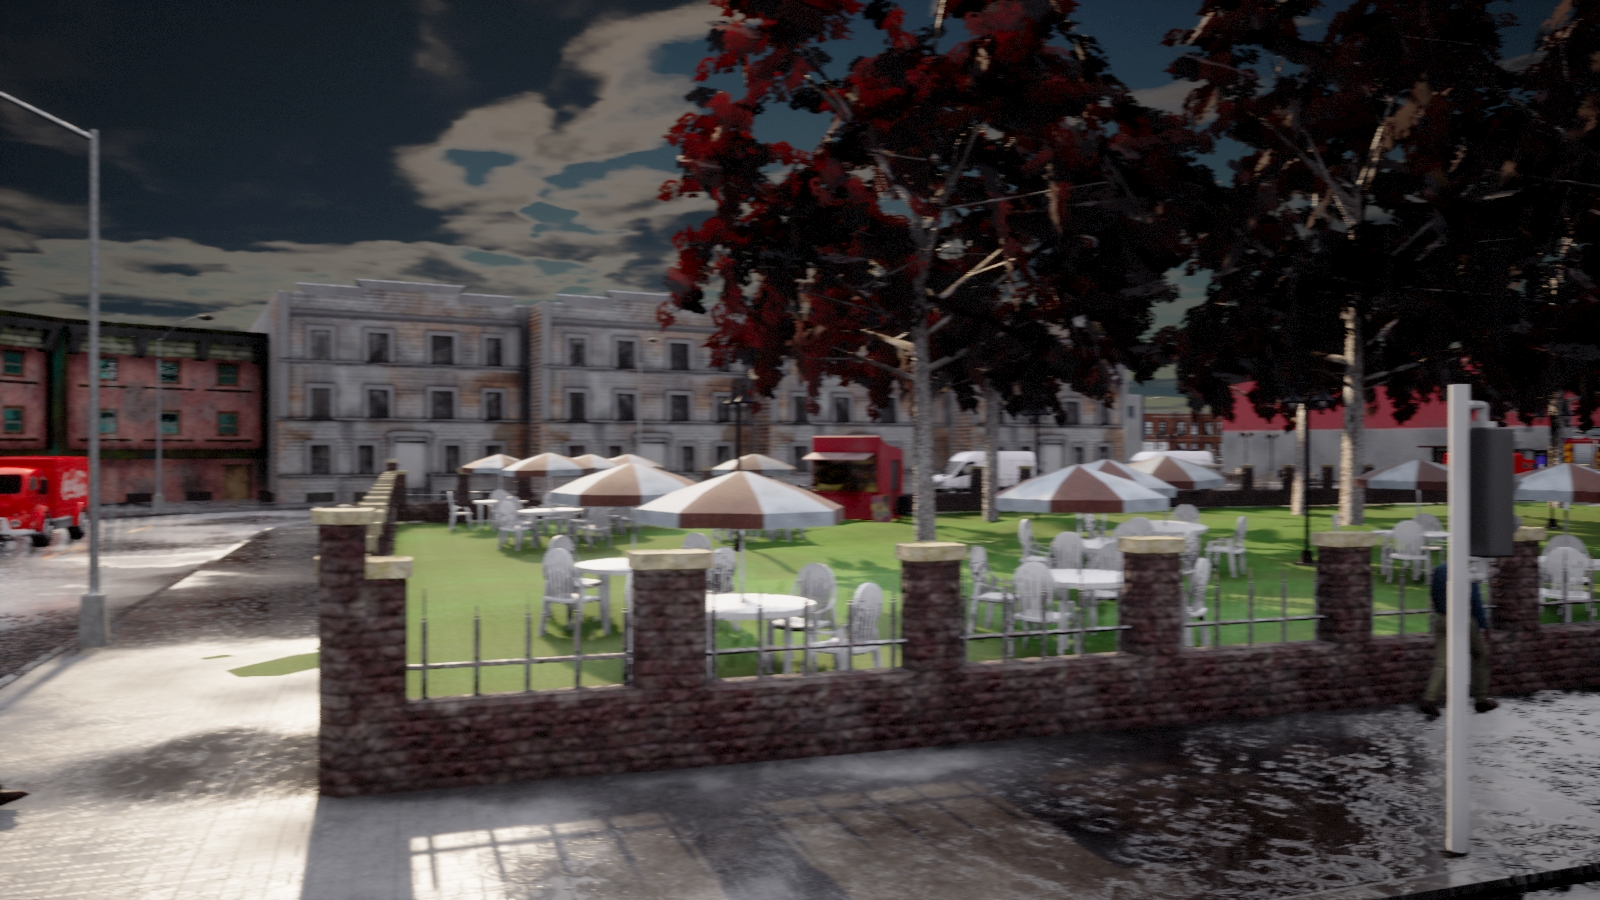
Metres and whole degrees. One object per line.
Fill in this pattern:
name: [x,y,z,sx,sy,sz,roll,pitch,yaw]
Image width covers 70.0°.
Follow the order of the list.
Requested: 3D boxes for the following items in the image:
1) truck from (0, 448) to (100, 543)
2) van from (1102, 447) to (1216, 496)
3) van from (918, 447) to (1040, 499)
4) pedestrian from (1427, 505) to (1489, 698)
truck: [-22.059,1.193,32.390,2.627,2.467,5.204,0,0,-18]
van: [19.572,1.140,62.272,5.915,2.561,1.988,0,0,-19]
van: [9.187,1.132,58.698,5.915,2.561,1.988,0,0,-19]
pedestrian: [6.548,1.488,11.371,0.375,1.860,0.375,0,0,-19]
